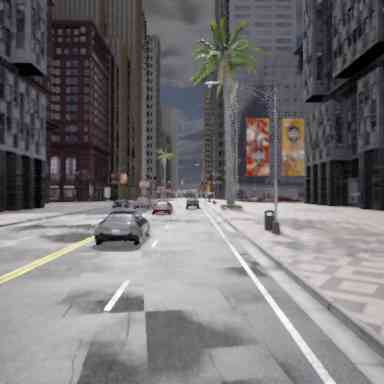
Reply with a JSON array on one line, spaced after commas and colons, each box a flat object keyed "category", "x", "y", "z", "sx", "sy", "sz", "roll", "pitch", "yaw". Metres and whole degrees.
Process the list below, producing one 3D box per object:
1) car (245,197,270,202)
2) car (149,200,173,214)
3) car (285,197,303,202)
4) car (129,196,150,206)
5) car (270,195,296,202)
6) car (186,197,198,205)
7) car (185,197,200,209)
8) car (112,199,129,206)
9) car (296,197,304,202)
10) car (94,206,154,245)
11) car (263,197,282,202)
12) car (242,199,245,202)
[{"category": "car", "x": 15.323, "y": 1.864, "z": 77.584, "sx": 4.206, "sy": 1.307, "sz": 1.802, "roll": 0, "pitch": -1, "yaw": -1}, {"category": "car", "x": -3.147, "y": 1.629, "z": 36.379, "sx": 1.994, "sy": 1.385, "sz": 4.181, "roll": 0, "pitch": 0, "yaw": 0}, {"category": "car", "x": 26.472, "y": 1.978, "z": 86.281, "sx": 4.206, "sy": 1.307, "sz": 1.802, "roll": 0, "pitch": -1, "yaw": -1}, {"category": "car", "x": -6.572, "y": 1.453, "z": 44.502, "sx": 2.097, "sy": 1.767, "sz": 4.553, "roll": 0, "pitch": 0, "yaw": 0}, {"category": "car", "x": 20.961, "y": 1.578, "z": 77.675, "sx": 5.009, "sy": 1.841, "sz": 2.192, "roll": 0, "pitch": -1, "yaw": -1}, {"category": "car", "x": 0.038, "y": 1.733, "z": 64.028, "sx": 2.128, "sy": 1.511, "sz": 4.902, "roll": 0, "pitch": -1, "yaw": 1}, {"category": "car", "x": 0.105, "y": 1.620, "z": 47.805, "sx": 1.837, "sy": 1.490, "sz": 4.892, "roll": 0, "pitch": -2, "yaw": 0}, {"category": "car", "x": -9.831, "y": 1.675, "z": 46.477, "sx": 1.994, "sy": 1.385, "sz": 4.181, "roll": 0, "pitch": 0, "yaw": 0}, {"category": "car", "x": 26.600, "y": 1.813, "z": 77.758, "sx": 4.313, "sy": 1.339, "sz": 1.947, "roll": 0, "pitch": -1, "yaw": -1}, {"category": "car", "x": -3.148, "y": 1.576, "z": 15.692, "sx": 1.994, "sy": 1.385, "sz": 4.181, "roll": 0, "pitch": 0, "yaw": 0}, {"category": "car", "x": 20.834, "y": 1.978, "z": 86.194, "sx": 4.313, "sy": 1.339, "sz": 1.947, "roll": 0, "pitch": -1, "yaw": -1}, {"category": "car", "x": 15.194, "y": 1.996, "z": 86.107, "sx": 4.313, "sy": 1.339, "sz": 1.947, "roll": 0, "pitch": -1, "yaw": -1}]
